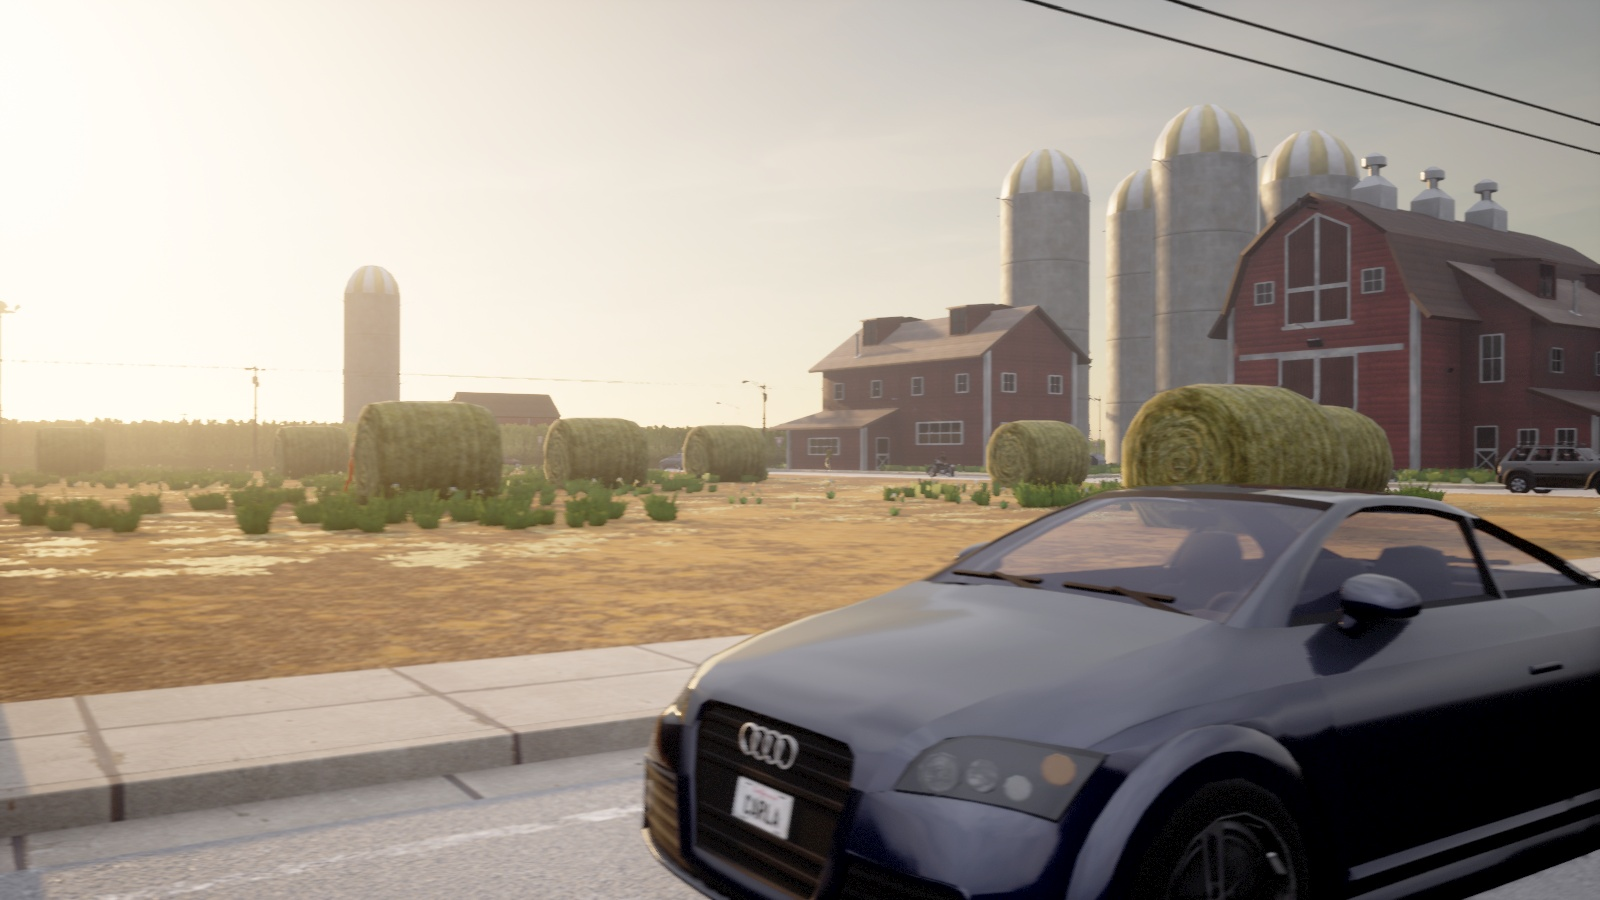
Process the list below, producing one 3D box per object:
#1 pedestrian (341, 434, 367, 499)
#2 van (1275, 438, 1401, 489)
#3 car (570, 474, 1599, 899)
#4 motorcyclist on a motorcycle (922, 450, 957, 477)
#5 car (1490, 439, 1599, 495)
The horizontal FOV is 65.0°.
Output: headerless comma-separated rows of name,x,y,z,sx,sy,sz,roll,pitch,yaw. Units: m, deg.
pedestrian,-12.763,0.470,35.959,0.594,1.836,0.345,0,0,10
van,21.802,0.542,51.037,1.775,1.987,4.442,0,0,-35
car,1.511,0.816,4.605,4.181,1.385,1.994,0,0,-34
motorcyclist on a motorcycle,8.482,0.823,76.520,0.766,1.649,2.350,0,0,-35
car,26.852,0.576,43.714,1.932,1.855,4.605,0,0,-35
